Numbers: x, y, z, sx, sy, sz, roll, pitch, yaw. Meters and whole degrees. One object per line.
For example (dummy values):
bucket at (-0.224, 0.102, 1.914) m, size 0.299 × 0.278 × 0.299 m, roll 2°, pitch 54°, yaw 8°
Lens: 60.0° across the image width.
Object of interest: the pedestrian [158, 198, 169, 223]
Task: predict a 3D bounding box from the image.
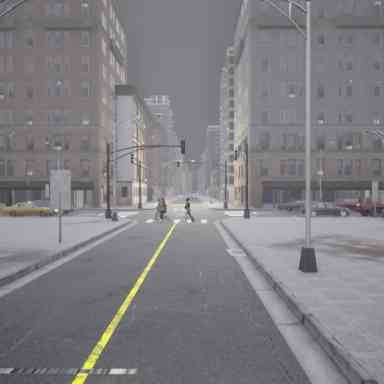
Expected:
pedestrian at (-2.048, 1.294, 23.833) m, size 0.375 × 1.860 × 0.375 m, roll 0°, pitch 0°, yaw 0°

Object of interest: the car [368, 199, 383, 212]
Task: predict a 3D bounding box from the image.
car at (22.900, 1.542, 38.031) m, size 4.403 × 1.369 × 2.008 m, roll 0°, pitch 0°, yaw 1°

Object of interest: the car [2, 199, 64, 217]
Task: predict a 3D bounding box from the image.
car at (-14.666, 1.546, 30.344) m, size 4.829 × 1.417 × 1.752 m, roll 0°, pitch 0°, yaw 1°

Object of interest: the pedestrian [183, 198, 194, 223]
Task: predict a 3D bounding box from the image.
pedestrian at (-0.264, 1.294, 24.418) m, size 0.375 × 1.860 × 0.375 m, roll 0°, pitch 0°, yaw 0°

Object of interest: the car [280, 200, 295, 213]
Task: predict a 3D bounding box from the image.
car at (12.267, 1.601, 35.589) m, size 4.718 × 1.301 × 1.895 m, roll 0°, pitch 0°, yaw -2°

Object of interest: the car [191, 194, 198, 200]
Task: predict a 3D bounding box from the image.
car at (0.738, 1.396, 90.518) m, size 1.812 × 1.442 × 4.674 m, roll 0°, pitch 0°, yaw 0°

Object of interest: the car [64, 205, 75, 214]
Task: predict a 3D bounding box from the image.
car at (-14.091, 1.511, 32.866) m, size 4.892 × 1.490 × 1.837 m, roll 1°, pitch 0°, yaw -1°

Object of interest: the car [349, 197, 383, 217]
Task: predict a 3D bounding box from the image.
car at (17.418, 1.342, 30.054) m, size 5.009 × 1.841 × 2.192 m, roll 0°, pitch 0°, yaw 1°

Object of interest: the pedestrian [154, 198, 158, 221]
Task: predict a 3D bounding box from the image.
pedestrian at (-2.481, 1.295, 25.034) m, size 0.375 × 1.860 × 0.375 m, roll 0°, pitch 0°, yaw 0°

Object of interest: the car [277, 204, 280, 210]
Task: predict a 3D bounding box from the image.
car at (12.082, 1.533, 38.128) m, size 4.507 × 1.381 × 1.887 m, roll 0°, pitch 0°, yaw 1°

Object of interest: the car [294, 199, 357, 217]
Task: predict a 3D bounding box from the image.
car at (12.009, 1.577, 30.104) m, size 4.403 × 1.369 × 2.008 m, roll 0°, pitch 0°, yaw 1°

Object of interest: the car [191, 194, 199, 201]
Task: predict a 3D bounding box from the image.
car at (0.657, 1.547, 80.514) m, size 1.812 × 1.442 × 4.674 m, roll 0°, pitch 0°, yaw 0°
